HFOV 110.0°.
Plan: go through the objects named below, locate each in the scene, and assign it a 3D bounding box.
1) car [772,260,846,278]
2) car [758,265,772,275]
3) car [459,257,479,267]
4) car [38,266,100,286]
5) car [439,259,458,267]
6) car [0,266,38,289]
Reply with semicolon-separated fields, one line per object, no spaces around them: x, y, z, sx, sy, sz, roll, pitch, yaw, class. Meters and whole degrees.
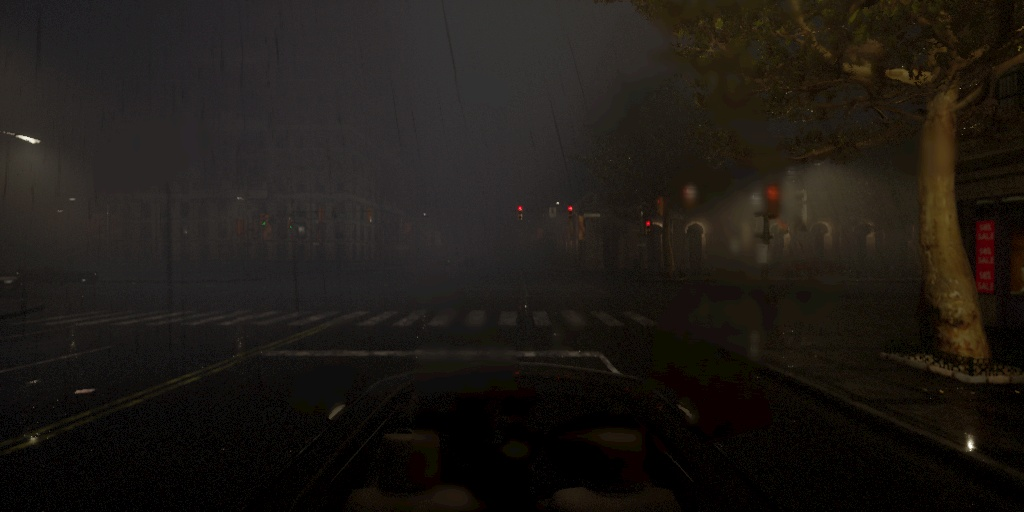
26.036;1.122;31.208;5.008;1.535;1.882;0;0;1;car
26.462;1.158;34.685;4.674;1.442;1.812;0;0;0;car
-6.869;1.029;57.769;1.882;1.535;5.008;0;1;1;car
-30.273;1.273;23.531;4.718;1.301;1.895;0;0;1;car
-10.376;1.114;57.309;1.994;1.385;4.181;0;0;1;car
-30.496;1.176;20.034;4.902;1.511;2.128;0;0;1;car
